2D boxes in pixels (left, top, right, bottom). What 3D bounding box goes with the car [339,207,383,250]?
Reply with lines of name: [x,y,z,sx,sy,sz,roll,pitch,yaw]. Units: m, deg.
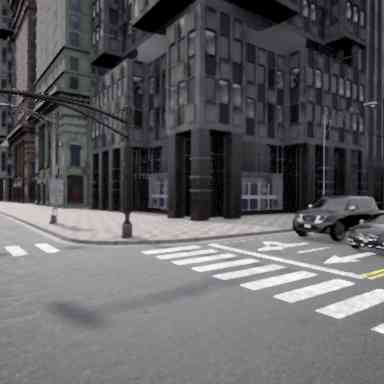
car: [8.267,1.533,13.540,4.892,1.490,1.837,0,0,-36]

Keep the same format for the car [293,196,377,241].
car: [7.538,1.230,17.053,5.566,2.045,2.150,0,0,-37]
